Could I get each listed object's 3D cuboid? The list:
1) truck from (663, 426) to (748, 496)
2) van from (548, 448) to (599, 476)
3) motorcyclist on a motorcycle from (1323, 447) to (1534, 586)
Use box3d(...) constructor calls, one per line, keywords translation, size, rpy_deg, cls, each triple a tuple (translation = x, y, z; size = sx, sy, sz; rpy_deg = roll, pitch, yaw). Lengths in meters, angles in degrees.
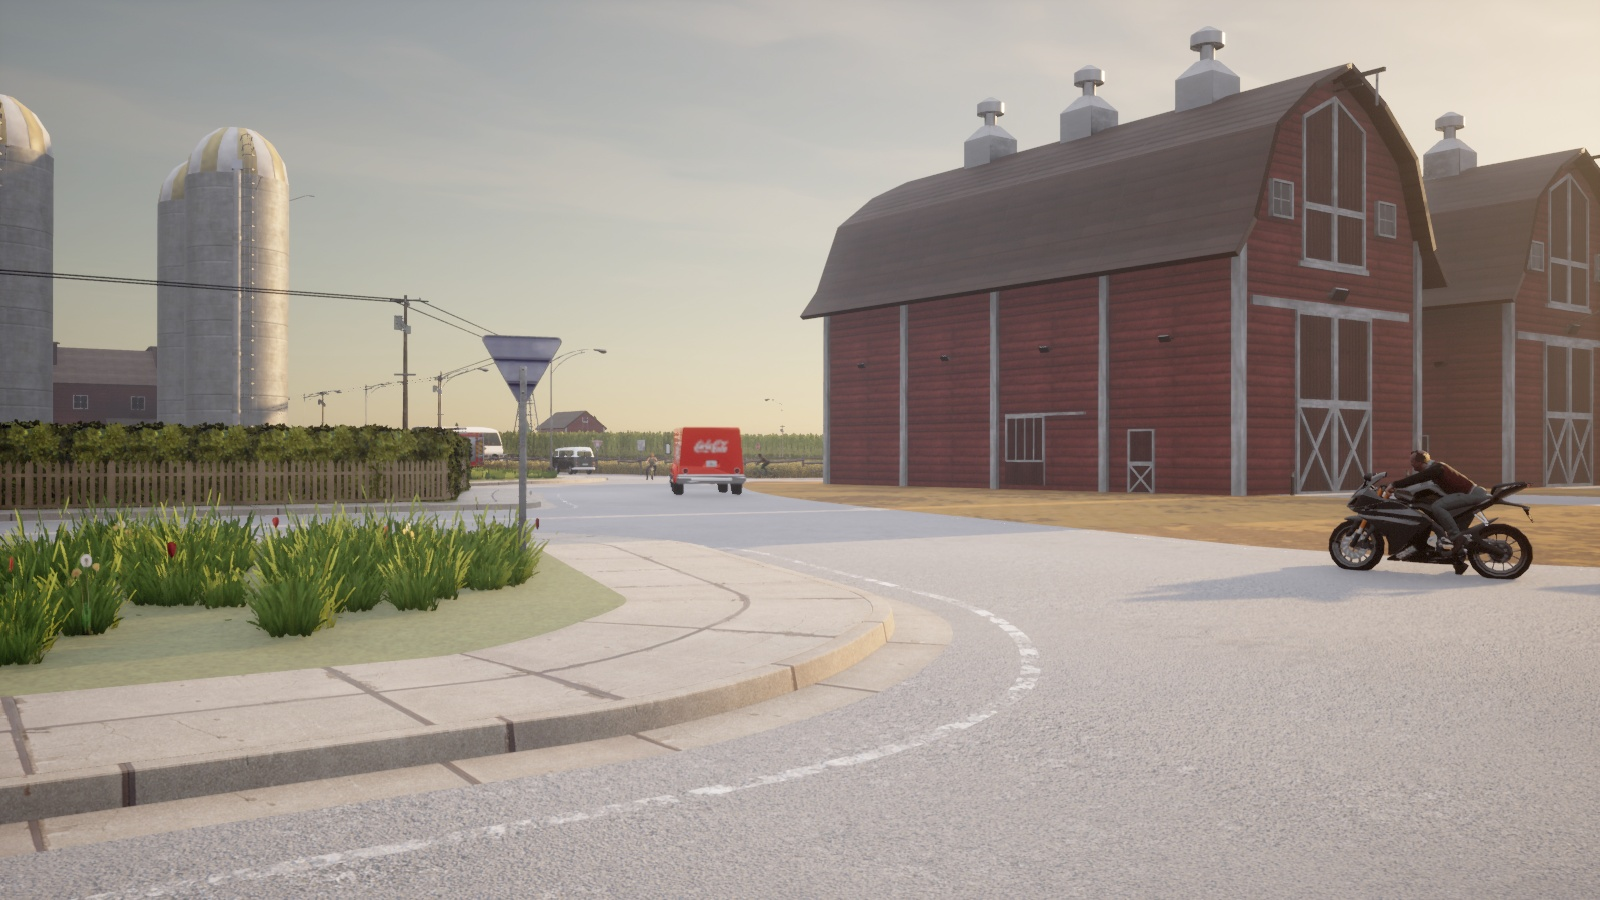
box3d(translation=(-3.598, 0.403, 46.774), size=(2.627, 2.467, 5.204), rpy_deg=(0, 0, -11), cls="truck")
box3d(translation=(-17.053, 0.875, 94.223), size=(2.069, 2.038, 4.480), rpy_deg=(0, 0, -35), cls="van")
box3d(translation=(7.524, 0.747, 15.086), size=(2.191, 1.530, 0.866), rpy_deg=(1, 0, 29), cls="motorcyclist on a motorcycle")
